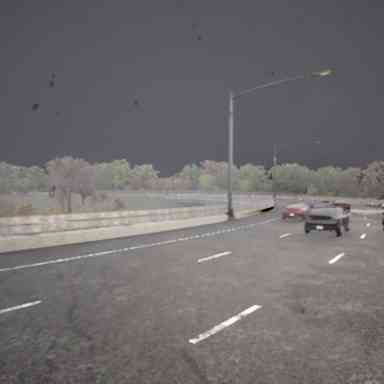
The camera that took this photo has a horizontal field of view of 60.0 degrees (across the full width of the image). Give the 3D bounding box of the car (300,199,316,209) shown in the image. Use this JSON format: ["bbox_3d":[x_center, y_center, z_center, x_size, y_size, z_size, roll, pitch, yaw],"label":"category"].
[{"bbox_3d":[16.726,1.721,48.255,1.994,1.385,4.181,0,0,16],"label":"car"}]

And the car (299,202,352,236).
[{"bbox_3d":[7.797,1.574,18.961,1.837,1.490,4.892,1,0,32],"label":"car"}]

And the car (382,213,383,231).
[{"bbox_3d":[12.827,1.706,20.560,1.895,1.301,4.718,0,0,30],"label":"car"}]

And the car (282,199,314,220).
[{"bbox_3d":[8.859,1.610,27.985,1.812,1.442,4.674,0,0,27],"label":"car"}]

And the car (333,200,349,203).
[{"bbox_3d":[17.687,1.634,39.677,1.882,1.535,5.008,1,0,20],"label":"car"}]
